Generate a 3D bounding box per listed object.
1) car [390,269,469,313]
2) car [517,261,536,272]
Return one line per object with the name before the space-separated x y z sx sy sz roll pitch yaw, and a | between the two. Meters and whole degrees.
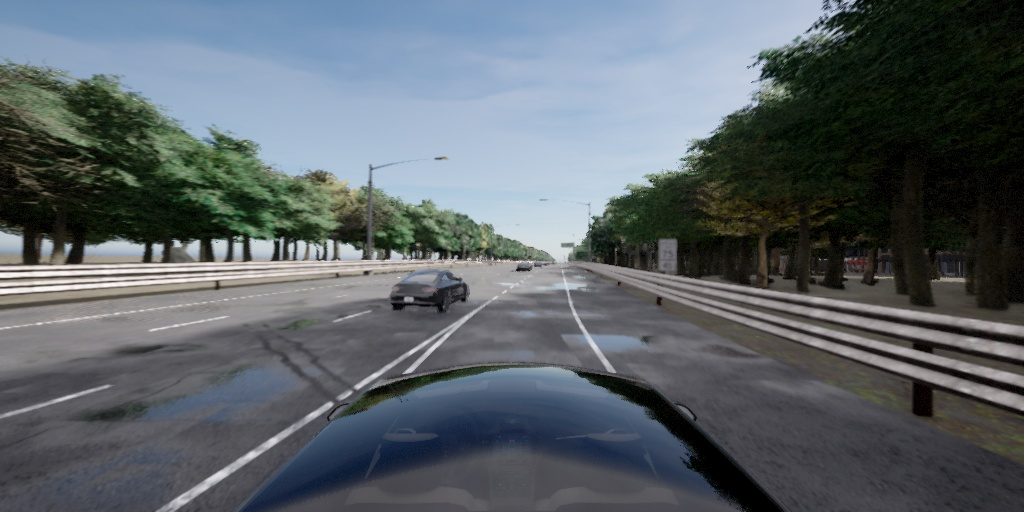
car | -2.986 1.225 13.677 1.812 1.442 4.674 1 0 7
car | 1.813 1.437 50.513 1.994 1.385 4.181 1 0 8
